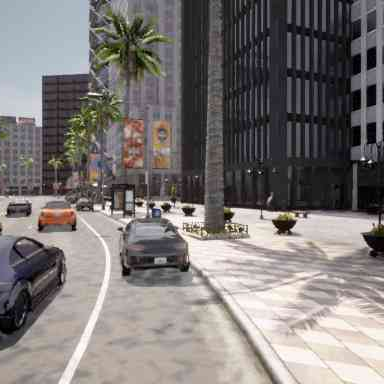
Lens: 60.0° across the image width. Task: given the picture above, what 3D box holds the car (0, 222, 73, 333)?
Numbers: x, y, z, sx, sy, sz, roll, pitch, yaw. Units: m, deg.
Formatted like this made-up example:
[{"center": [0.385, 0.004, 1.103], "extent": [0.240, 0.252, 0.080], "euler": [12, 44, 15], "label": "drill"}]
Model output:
[{"center": [-3.907, 1.562, 6.659], "extent": [1.994, 1.385, 4.181], "euler": [0, 0, -9], "label": "car"}]

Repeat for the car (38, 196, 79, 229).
[{"center": [-8.642, 1.346, 21.440], "extent": [2.097, 1.767, 4.553], "euler": [0, 0, -21], "label": "car"}]

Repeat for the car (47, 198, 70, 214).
[{"center": [-14.546, 1.480, 36.239], "extent": [2.128, 1.511, 4.902], "euler": [0, 0, -23], "label": "car"}]

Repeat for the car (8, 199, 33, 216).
[{"center": [-16.881, 1.477, 32.732], "extent": [2.128, 1.511, 4.902], "euler": [0, 0, -22], "label": "car"}]

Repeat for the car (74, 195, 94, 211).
[{"center": [-13.162, 1.471, 40.701], "extent": [2.231, 1.521, 4.892], "euler": [0, 0, -23], "label": "car"}]

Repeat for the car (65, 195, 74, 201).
[{"center": [-32.534, 1.487, 88.208], "extent": [2.161, 1.482, 4.786], "euler": [0, 0, -23], "label": "car"}]

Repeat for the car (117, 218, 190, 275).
[{"center": [-1.312, 1.525, 10.435], "extent": [1.812, 1.442, 4.674], "euler": [0, 0, -13], "label": "car"}]
